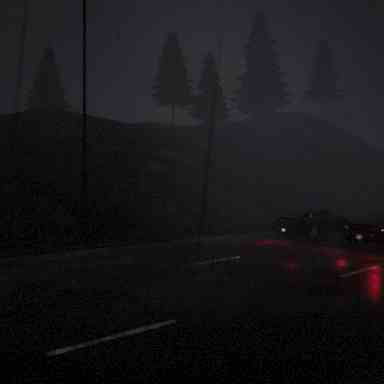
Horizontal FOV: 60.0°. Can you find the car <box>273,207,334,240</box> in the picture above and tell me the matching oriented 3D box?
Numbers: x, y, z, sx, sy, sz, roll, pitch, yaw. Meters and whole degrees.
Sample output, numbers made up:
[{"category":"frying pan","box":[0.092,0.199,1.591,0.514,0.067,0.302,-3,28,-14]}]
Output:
[{"category":"car","box":[6.236,1.517,16.916,4.892,1.490,1.837,0,0,-35]}]

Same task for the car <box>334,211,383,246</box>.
[{"category":"car","box":[8.269,1.534,14.066,4.674,1.442,1.812,0,0,-35]}]
